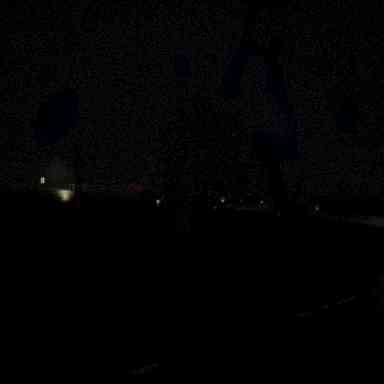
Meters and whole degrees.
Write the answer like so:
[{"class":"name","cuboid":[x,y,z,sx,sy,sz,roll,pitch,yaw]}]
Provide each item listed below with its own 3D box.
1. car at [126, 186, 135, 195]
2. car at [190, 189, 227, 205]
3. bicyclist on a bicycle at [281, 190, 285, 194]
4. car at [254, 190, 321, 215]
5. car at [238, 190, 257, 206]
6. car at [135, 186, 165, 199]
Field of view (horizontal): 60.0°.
[{"class":"car","cuboid":[-9.098,-0.301,54.271,1.882,1.535,5.008,0,2,-35]},{"class":"car","cuboid":[1.587,0.512,34.241,2.128,1.511,4.902,0,2,-35]},{"class":"bicyclist on a bicycle","cuboid":[9.210,0.664,33.852,1.656,1.620,0.582,0,2,-35]},{"class":"car","cuboid":[7.580,0.895,25.821,2.128,1.511,4.902,0,2,-35]},{"class":"car","cuboid":[6.538,0.538,32.333,2.097,1.767,4.553,0,2,-35]},{"class":"car","cuboid":[-5.088,0.154,43.632,2.033,1.411,5.357,0,2,-35]}]
